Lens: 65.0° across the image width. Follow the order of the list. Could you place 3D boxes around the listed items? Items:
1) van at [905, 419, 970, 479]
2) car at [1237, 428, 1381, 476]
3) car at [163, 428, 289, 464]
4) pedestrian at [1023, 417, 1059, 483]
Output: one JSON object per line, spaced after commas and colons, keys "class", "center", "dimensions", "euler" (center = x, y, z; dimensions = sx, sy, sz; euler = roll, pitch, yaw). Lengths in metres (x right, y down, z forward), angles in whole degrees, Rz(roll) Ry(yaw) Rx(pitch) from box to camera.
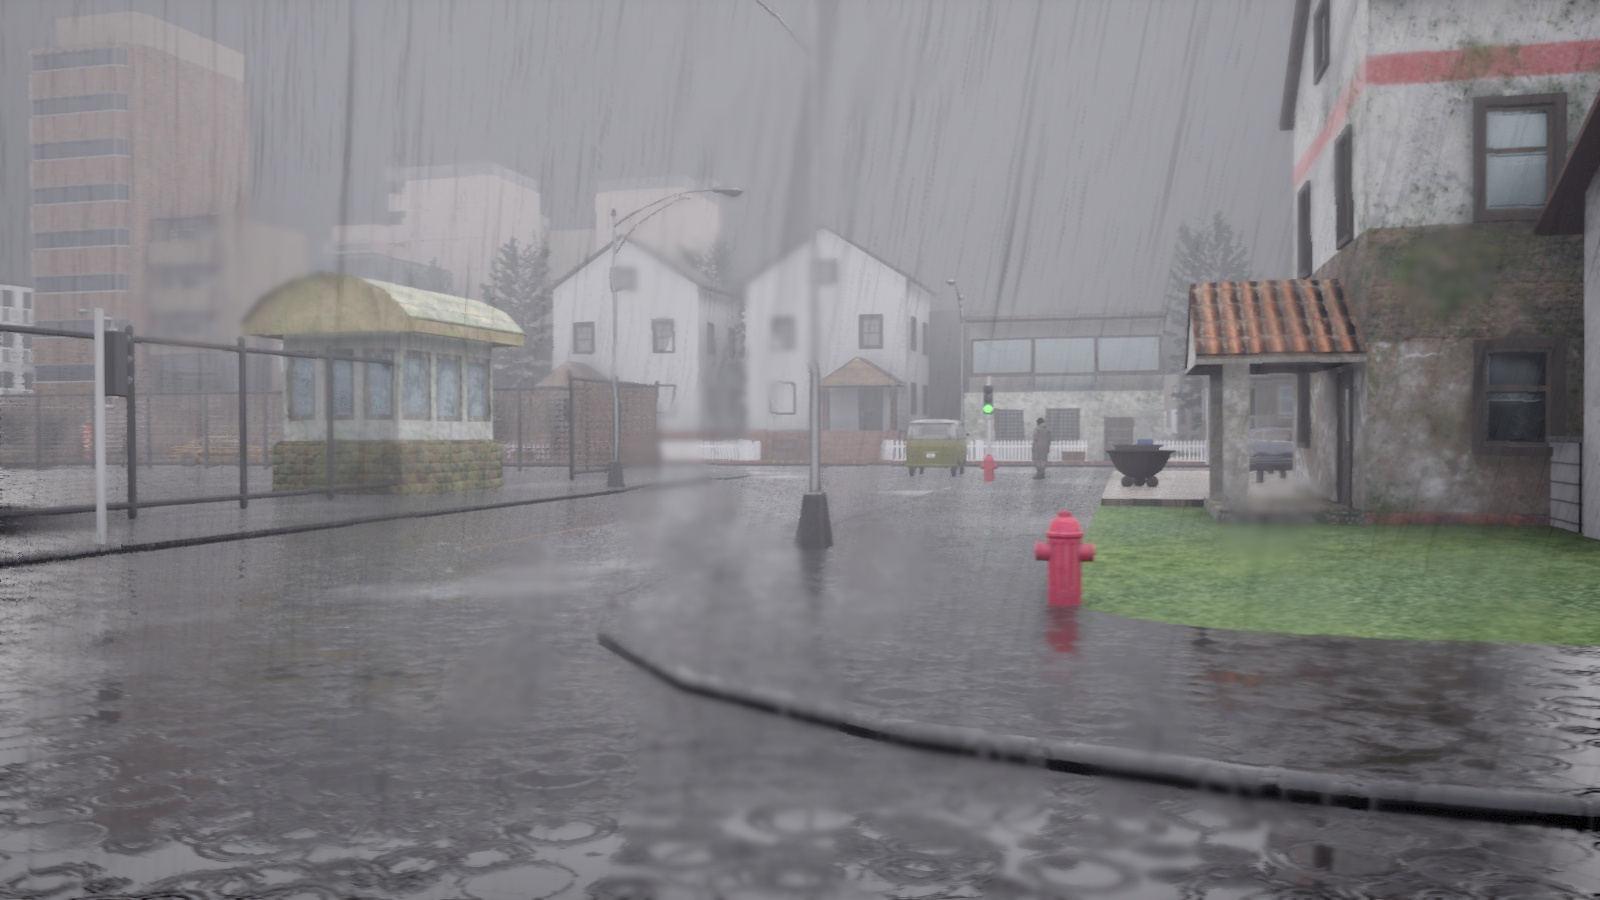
{"class": "van", "center": [4.917, -0.078, 44.410], "dimensions": [1.775, 1.987, 4.442], "euler": [1, 1, 13]}
{"class": "car", "center": [18.382, 0.049, 45.617], "dimensions": [4.611, 1.667, 2.242], "euler": [0, 1, 16]}
{"class": "car", "center": [-26.303, -0.216, 57.556], "dimensions": [5.366, 1.575, 1.801], "euler": [0, 1, 16]}
{"class": "pedestrian", "center": [7.240, -0.013, 37.694], "dimensions": [0.659, 1.952, 0.873], "euler": [0, 1, -26]}
